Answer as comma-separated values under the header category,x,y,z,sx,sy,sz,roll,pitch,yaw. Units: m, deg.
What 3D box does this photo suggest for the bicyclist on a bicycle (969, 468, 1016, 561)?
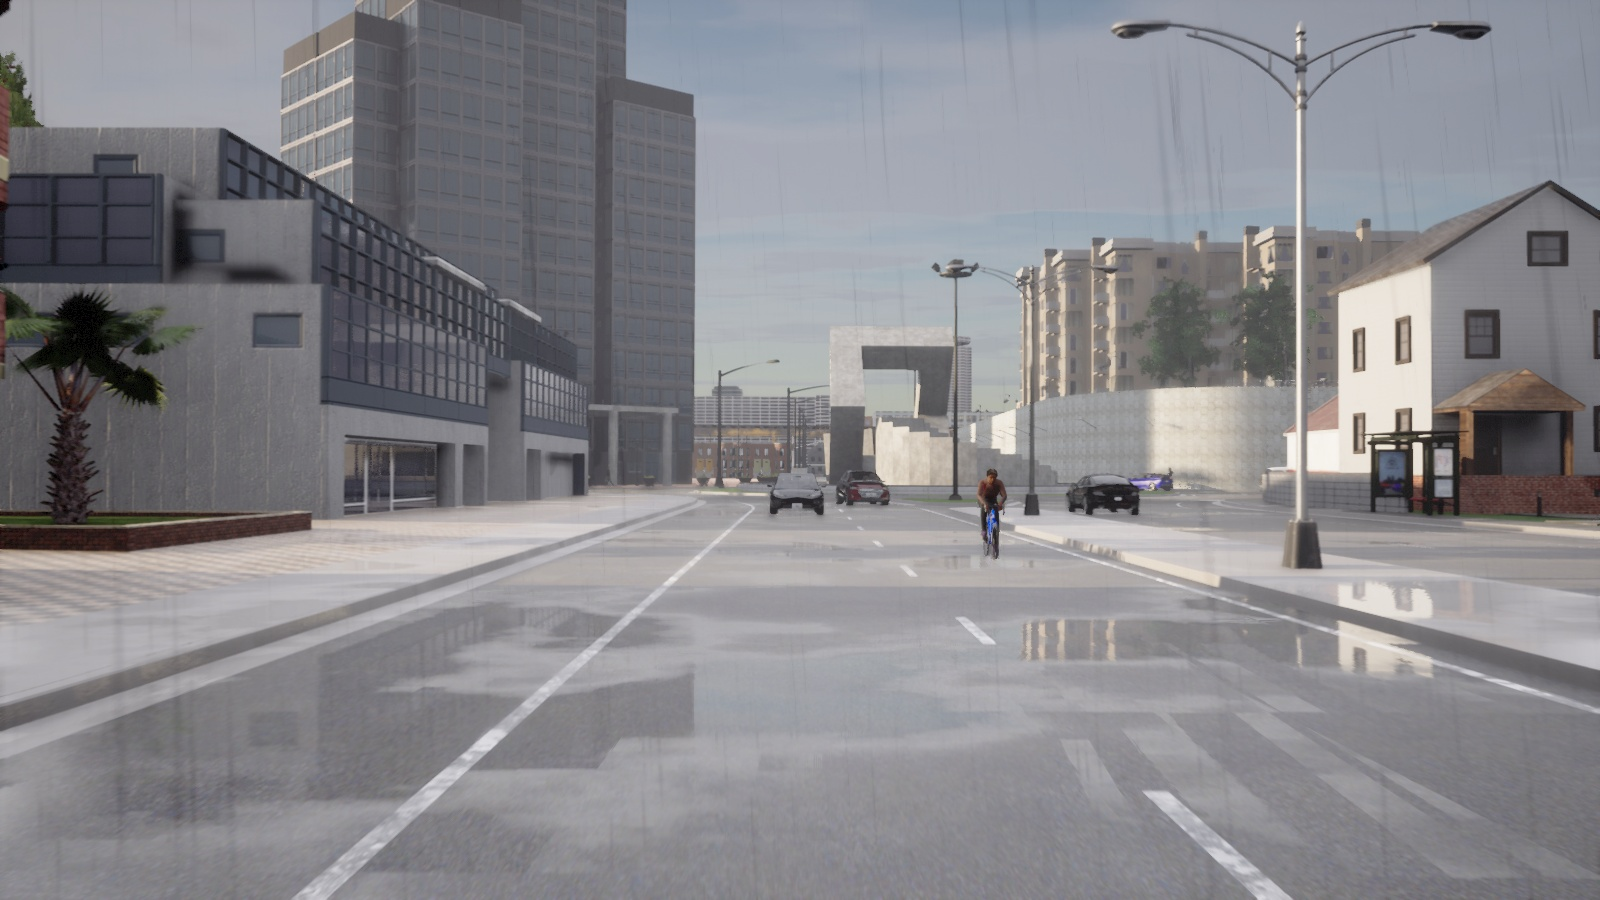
category,x,y,z,sx,sy,sz,roll,pitch,yaw
bicyclist on a bicycle,3.445,1.133,22.628,0.582,1.620,1.656,0,-1,0

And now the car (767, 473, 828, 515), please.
category,x,y,z,sx,sy,sz,roll,pitch,yaw
car,-0.116,1.598,46.753,2.163,1.488,4.792,0,-1,-1

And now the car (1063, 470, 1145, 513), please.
category,x,y,z,sx,sy,sz,roll,pitch,yaw
car,11.397,1.541,47.451,1.882,1.535,5.008,0,-1,0

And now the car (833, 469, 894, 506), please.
category,x,y,z,sx,sy,sz,roll,pitch,yaw
car,2.874,1.703,57.910,2.033,1.649,4.856,0,-1,-7
